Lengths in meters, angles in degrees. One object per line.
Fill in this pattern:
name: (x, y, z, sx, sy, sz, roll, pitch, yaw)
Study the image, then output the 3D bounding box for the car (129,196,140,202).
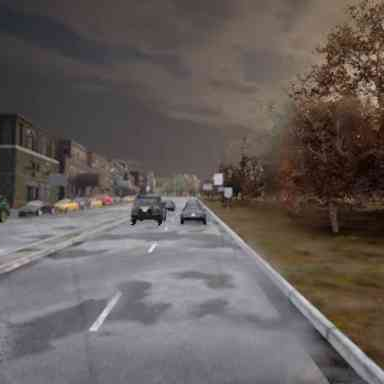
car: (-15.373, 1.804, 89.525, 1.946, 1.575, 5.366, 0, 0, 0)

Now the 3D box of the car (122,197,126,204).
car: (-15.281, 1.714, 67.614, 2.231, 1.521, 4.892, 0, 0, 0)

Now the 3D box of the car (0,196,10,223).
car: (-15.079, 1.271, 23.381, 2.435, 2.045, 5.566, 0, 0, 0)

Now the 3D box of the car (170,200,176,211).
car: (-3.159, 1.738, 42.718, 1.994, 1.385, 4.181, 0, 0, 0)

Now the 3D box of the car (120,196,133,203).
car: (-15.333, 1.756, 78.472, 1.946, 1.575, 5.366, 0, 0, 0)

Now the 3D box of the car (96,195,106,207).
car: (-15.204, 1.637, 50.722, 1.946, 1.575, 5.366, 0, 0, 0)

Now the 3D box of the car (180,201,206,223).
car: (0.094, 1.672, 26.530, 1.994, 1.385, 4.181, 0, 0, 0)

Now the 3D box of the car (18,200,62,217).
car: (-15.178, 1.564, 32.800, 2.231, 1.521, 4.892, 0, 0, 0)

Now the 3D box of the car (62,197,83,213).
car: (-15.154, 1.590, 39.672, 1.946, 1.575, 5.366, 0, 0, 0)

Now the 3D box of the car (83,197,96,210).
car: (-15.180, 1.492, 45.415, 2.185, 1.767, 4.553, 0, 0, 0)

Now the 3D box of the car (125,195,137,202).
car: (-15.356, 1.658, 84.215, 2.185, 1.767, 4.553, 0, 0, 0)

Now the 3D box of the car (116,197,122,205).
car: (-15.258, 1.690, 62.088, 2.231, 1.521, 4.892, 0, 0, 0)

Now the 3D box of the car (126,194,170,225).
car: (-3.154, 1.324, 24.953, 2.150, 2.045, 5.566, 0, 0, 0)

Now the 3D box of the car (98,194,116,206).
car: (-15.230, 1.413, 56.406, 2.435, 2.045, 5.566, 0, 0, 0)
